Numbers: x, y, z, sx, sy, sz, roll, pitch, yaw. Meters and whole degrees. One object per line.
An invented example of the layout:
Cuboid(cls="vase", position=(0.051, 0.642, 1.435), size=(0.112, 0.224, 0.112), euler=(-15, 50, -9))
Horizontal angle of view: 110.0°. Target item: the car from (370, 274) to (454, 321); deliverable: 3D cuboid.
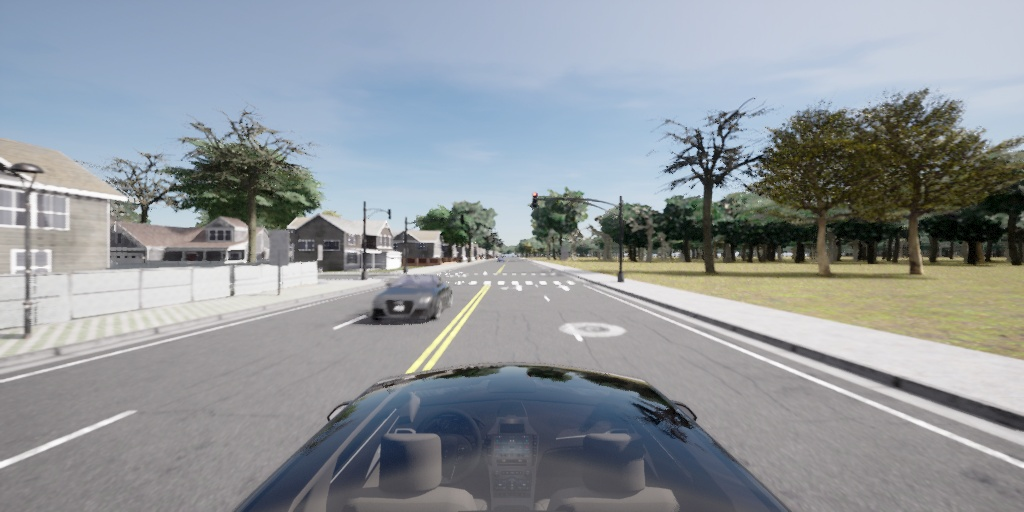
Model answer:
Cuboid(cls="car", position=(-3.245, 1.313, 12.327), size=(1.994, 1.385, 4.181), euler=(0, 0, 0))
